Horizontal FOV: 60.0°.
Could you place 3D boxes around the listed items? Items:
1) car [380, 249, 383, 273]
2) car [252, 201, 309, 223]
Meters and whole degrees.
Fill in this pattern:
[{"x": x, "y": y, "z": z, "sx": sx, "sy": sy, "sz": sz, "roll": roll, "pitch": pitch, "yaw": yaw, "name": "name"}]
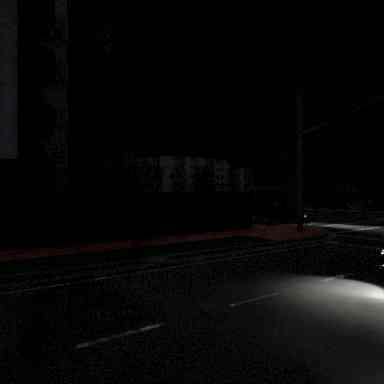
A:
[{"x": 7.001, "y": 1.505, "z": 9.027, "sx": 4.892, "sy": 1.490, "sz": 1.837, "roll": 0, "pitch": -1, "yaw": -35, "name": "car"}, {"x": 6.746, "y": 1.491, "z": 26.051, "sx": 2.128, "sy": 1.511, "sz": 4.902, "roll": 0, "pitch": 0, "yaw": -36, "name": "car"}]
